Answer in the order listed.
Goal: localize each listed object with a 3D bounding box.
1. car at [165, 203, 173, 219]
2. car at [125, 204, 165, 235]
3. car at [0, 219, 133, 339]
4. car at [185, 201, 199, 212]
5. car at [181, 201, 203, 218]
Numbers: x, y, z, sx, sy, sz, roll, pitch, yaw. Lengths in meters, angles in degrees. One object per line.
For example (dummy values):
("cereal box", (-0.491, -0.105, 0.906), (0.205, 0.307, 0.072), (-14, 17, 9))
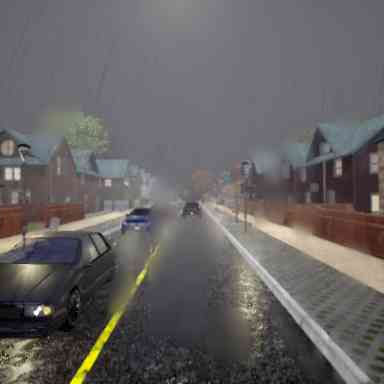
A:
("car", (-2.811, 1.755, 30.705), (1.994, 1.385, 4.181), (0, 0, 0))
("car", (-2.838, 1.633, 19.572), (1.812, 1.442, 4.674), (0, 0, 0))
("car", (-2.845, 1.580, 7.197), (2.033, 1.411, 5.357), (0, 0, 0))
("car", (0.037, 1.927, 45.638), (1.895, 1.301, 4.718), (0, -1, 1))
("car", (0.013, 1.715, 33.043), (1.837, 1.490, 4.892), (0, 0, 0))
